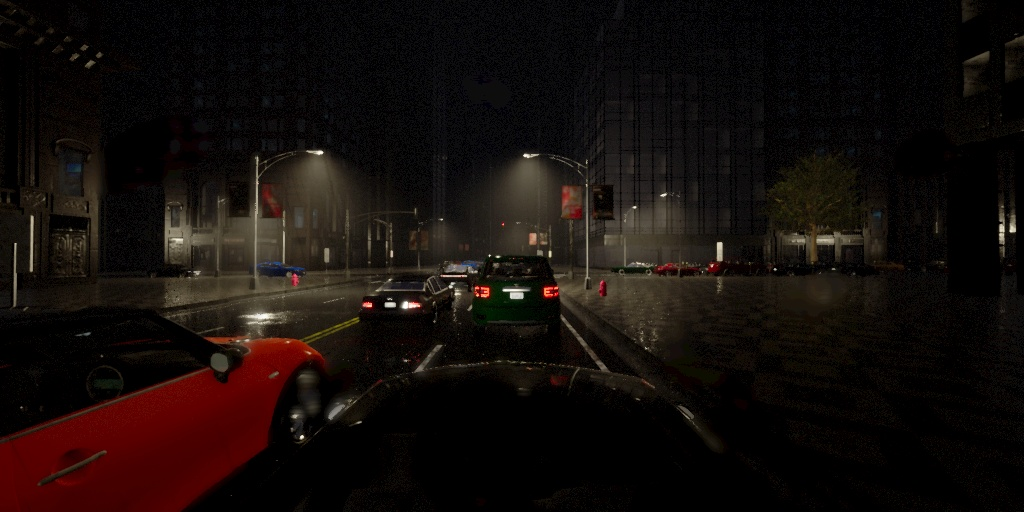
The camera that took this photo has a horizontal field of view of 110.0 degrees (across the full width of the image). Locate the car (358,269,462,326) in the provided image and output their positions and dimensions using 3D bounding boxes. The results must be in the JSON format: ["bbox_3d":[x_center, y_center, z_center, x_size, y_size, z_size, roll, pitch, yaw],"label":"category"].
[{"bbox_3d":[-3.121,1.309,11.711,2.033,1.411,5.357,0,0,0],"label":"car"}]

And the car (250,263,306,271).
[{"bbox_3d":[-23.042,1.413,35.421,5.008,1.535,1.882,0,-1,0],"label":"car"}]

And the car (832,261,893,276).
[{"bbox_3d":[32.279,1.266,33.564,4.313,1.339,1.948,0,0,-1],"label":"car"}]

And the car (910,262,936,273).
[{"bbox_3d":[49.082,1.333,42.324,4.313,1.339,1.948,0,0,-1],"label":"car"}]

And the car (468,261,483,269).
[{"bbox_3d":[-6.459,1.611,64.030,2.033,1.411,5.357,0,0,1],"label":"car"}]

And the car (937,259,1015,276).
[{"bbox_3d":[43.555,1.220,33.722,4.507,1.381,1.888,0,0,-1],"label":"car"}]

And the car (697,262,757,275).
[{"bbox_3d":[23.459,1.342,39.222,5.357,1.411,2.033,0,-1,-1],"label":"car"}]

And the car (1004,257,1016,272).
[{"bbox_3d":[49.194,0.979,33.800,5.009,1.841,2.192,0,0,-1],"label":"car"}]

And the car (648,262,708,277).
[{"bbox_3d":[15.366,1.333,33.329,4.207,1.307,1.802,0,0,-1],"label":"car"}]

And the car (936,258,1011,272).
[{"bbox_3d":[46.784,1.204,36.343,4.892,1.490,1.837,0,-1,-1],"label":"car"}]

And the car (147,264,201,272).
[{"bbox_3d":[-33.308,1.508,35.444,4.674,1.442,1.812,0,-1,0],"label":"car"}]

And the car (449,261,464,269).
[{"bbox_3d":[-9.719,1.582,63.174,1.812,1.442,4.674,0,0,1],"label":"car"}]

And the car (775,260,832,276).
[{"bbox_3d":[26.642,1.281,33.486,4.313,1.339,1.948,0,0,-1],"label":"car"}]

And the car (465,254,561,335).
[{"bbox_3d":[0.114,0.980,10.627,2.150,2.045,5.566,0,0,0],"label":"car"}]

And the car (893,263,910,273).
[{"bbox_3d":[43.273,1.303,42.243,4.829,1.417,1.751,0,0,-1],"label":"car"}]

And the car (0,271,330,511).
[{"bbox_3d":[-3.147,1.102,2.299,2.097,1.767,4.553,0,0,0],"label":"car"}]

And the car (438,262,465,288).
[{"bbox_3d":[-3.124,1.283,21.448,2.128,1.511,4.902,0,0,0],"label":"car"}]

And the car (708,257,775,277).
[{"bbox_3d":[21.005,1.047,33.407,5.009,1.841,2.192,0,0,-1],"label":"car"}]

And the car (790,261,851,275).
[{"bbox_3d":[33.761,1.257,39.349,4.902,1.511,2.128,0,-1,-1],"label":"car"}]

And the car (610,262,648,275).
[{"bbox_3d":[13.209,1.429,39.074,4.718,1.301,1.895,0,-1,0],"label":"car"}]
